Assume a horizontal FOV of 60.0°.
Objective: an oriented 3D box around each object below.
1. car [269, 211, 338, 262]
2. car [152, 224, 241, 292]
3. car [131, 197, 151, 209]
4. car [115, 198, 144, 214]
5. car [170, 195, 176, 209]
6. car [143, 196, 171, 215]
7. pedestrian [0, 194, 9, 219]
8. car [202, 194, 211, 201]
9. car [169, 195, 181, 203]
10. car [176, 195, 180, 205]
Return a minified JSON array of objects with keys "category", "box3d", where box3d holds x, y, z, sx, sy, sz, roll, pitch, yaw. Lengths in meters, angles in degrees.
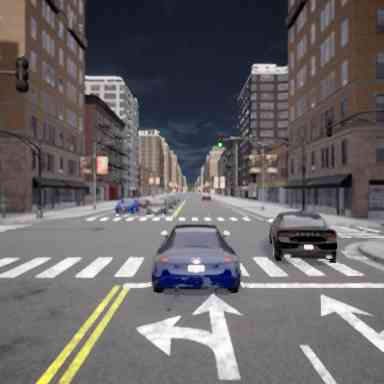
[{"category":"car","box3d":[3.892,1.438,12.116,1.882,1.535,5.008,-1,0,11]},{"category":"car","box3d":[0.095,1.535,8.855,1.994,1.385,4.181,0,0,0]},{"category":"car","box3d":[-6.594,1.420,43.425,1.994,1.385,4.181,0,0,0]},{"category":"car","box3d":[-6.592,1.364,34.463,1.882,1.535,5.008,0,0,0]},{"category":"car","box3d":[-3.345,1.365,42.139,1.837,1.490,4.892,0,0,0]},{"category":"car","box3d":[-3.351,1.418,32.887,1.812,1.442,4.674,0,0,0]},{"category":"pedestrian","box3d":[-14.141,1.088,25.038,0.375,1.860,0.375,0,0,0]},{"category":"car","box3d":[3.253,1.224,74.514,1.882,1.535,5.008,0,0,0]},{"category":"car","box3d":[-3.256,1.275,64.013,2.128,1.511,4.902,0,0,0]},{"category":"car","box3d":[-3.329,1.330,52.152,1.837,1.490,4.892,0,0,0]}]
